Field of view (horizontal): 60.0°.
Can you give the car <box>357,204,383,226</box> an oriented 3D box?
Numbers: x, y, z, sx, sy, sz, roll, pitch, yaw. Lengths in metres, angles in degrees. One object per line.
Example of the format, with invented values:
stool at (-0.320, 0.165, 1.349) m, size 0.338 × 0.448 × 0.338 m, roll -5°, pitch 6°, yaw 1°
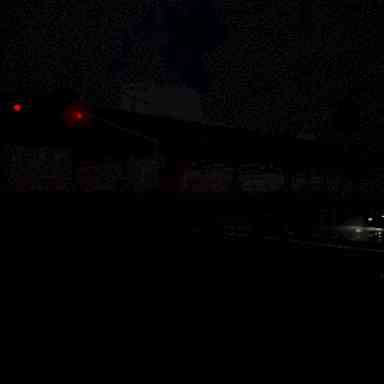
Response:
car at (12.541, 1.466, 21.521) m, size 4.181 × 1.385 × 1.994 m, roll -1°, pitch 0°, yaw -35°
